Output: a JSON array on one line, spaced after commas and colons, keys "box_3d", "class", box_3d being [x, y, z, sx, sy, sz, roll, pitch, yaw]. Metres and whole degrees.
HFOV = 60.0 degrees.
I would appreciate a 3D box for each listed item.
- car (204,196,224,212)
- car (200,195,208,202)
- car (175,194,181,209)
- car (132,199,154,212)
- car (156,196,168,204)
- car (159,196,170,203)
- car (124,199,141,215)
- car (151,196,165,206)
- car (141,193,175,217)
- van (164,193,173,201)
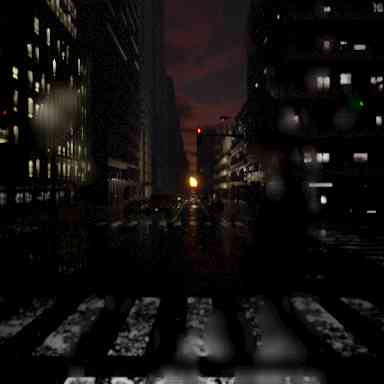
[{"box_3d": [2.746, 1.510, 38.901, 2.008, 1.369, 4.403, -1, 0, 0], "class": "car"}, {"box_3d": [2.807, 1.367, 72.829, 1.967, 1.590, 4.097, -1, 0, 0], "class": "car"}, {"box_3d": [-3.017, 1.176, 45.259, 2.150, 2.045, 5.566, 0, 0, 0], "class": "car"}, {"box_3d": [-5.633, 1.526, 38.916, 1.947, 1.339, 4.313, -1, 0, 0], "class": "car"}, {"box_3d": [-5.592, 1.520, 61.534, 1.802, 1.307, 4.206, -1, 0, 0], "class": "car"}, {"box_3d": [-5.582, 1.477, 67.188, 1.887, 1.381, 4.507, -1, 0, 0], "class": "car"}, {"box_3d": [-5.644, 1.491, 33.092, 1.752, 1.417, 4.829, -1, 0, 0], "class": "car"}, {"box_3d": [-5.602, 1.488, 55.879, 1.887, 1.381, 4.507, -1, 0, 0], "class": "car"}, {"box_3d": [-3.047, 1.189, 31.393, 2.150, 2.045, 5.566, 0, 0, 0], "class": "car"}, {"box_3d": [-5.565, 1.263, 78.498, 1.690, 1.788, 3.998, -1, 0, 0], "class": "van"}]
